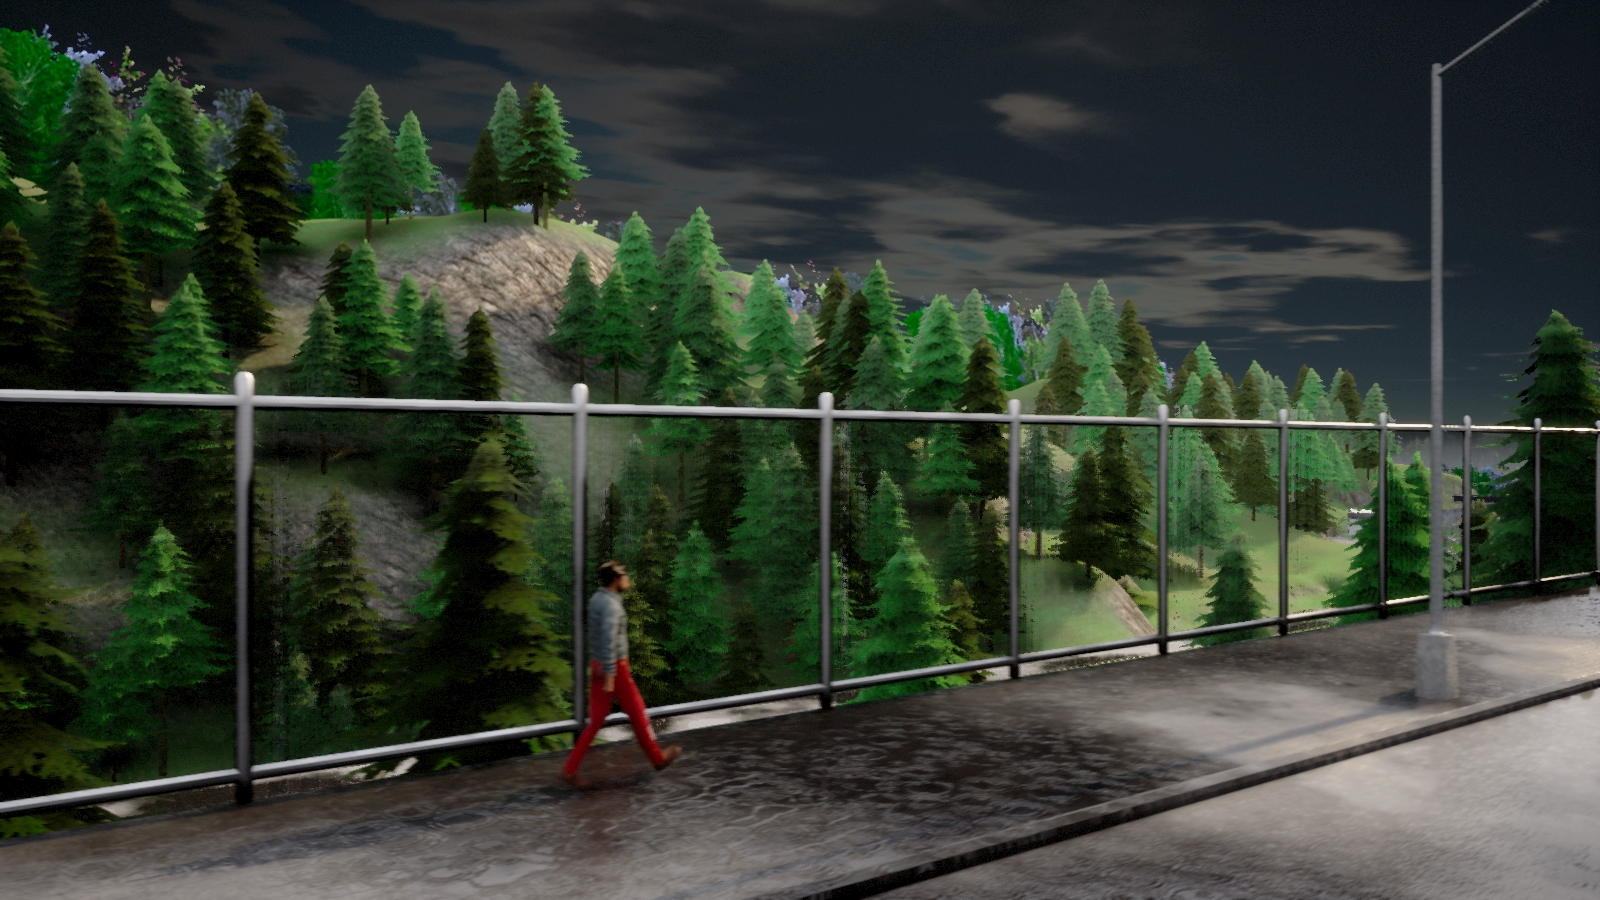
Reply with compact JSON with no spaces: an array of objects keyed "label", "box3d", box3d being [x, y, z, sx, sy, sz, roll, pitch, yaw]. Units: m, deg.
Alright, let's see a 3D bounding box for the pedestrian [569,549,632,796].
[{"label":"pedestrian","box3d":[-1.592,1.745,9.097,0.375,1.860,0.375,0,0,-33]}]
